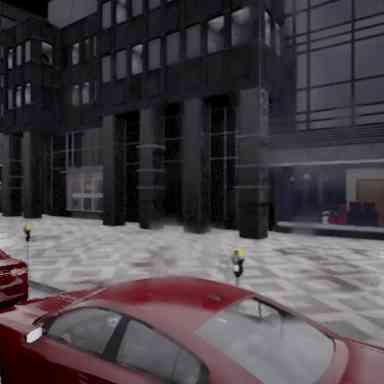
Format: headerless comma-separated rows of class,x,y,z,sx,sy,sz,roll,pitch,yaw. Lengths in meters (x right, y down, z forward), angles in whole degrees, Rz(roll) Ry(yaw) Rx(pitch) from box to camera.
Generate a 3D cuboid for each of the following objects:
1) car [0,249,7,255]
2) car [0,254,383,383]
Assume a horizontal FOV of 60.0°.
car,-4.997,1.517,6.524,4.507,1.381,1.887,0,0,35
car,-0.408,1.537,3.252,4.507,1.381,1.887,0,0,35
